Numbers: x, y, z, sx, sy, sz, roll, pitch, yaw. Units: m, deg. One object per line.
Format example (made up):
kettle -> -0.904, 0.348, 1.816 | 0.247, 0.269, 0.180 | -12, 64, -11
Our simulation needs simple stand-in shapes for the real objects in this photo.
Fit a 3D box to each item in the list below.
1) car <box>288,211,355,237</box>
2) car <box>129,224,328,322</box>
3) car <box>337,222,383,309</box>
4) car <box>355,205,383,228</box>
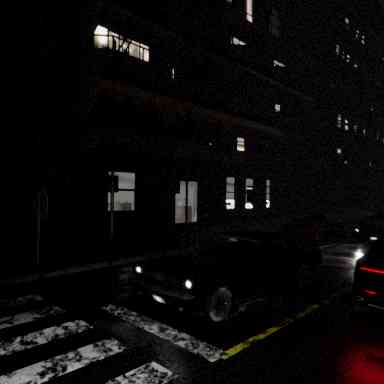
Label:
car -> 5.909, 1.600, 15.885 | 4.206, 1.307, 1.802 | 0, 1, -45
car -> 1.007, 1.610, 7.485 | 4.718, 1.301, 1.895 | 0, 0, -43
car -> 5.007, 1.509, 6.988 | 4.892, 1.490, 1.837 | 0, 0, -45
car -> 9.465, 1.562, 15.785 | 5.357, 1.411, 2.033 | 0, 0, -45
